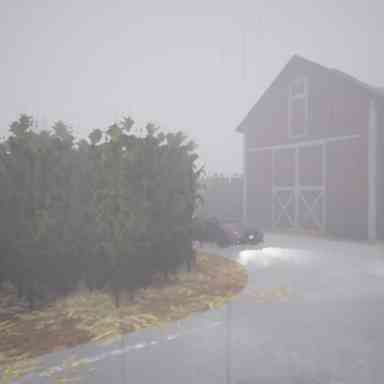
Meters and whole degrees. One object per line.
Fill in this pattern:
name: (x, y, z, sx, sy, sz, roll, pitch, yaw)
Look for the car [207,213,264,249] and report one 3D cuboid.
car: (1.298, 1.673, 15.348, 1.994, 1.385, 4.181, 1, 0, -36)
